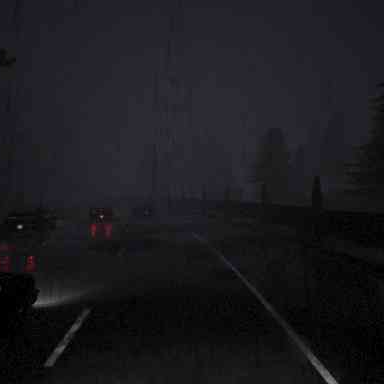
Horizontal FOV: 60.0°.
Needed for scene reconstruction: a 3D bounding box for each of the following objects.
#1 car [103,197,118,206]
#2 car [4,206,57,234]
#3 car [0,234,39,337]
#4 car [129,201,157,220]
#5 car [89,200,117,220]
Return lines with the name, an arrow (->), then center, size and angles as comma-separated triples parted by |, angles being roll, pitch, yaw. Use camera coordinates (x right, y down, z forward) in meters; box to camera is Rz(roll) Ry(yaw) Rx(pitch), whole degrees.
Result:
car -> -12.437, 1.557, 49.498 | 1.837, 1.490, 4.892 | 0, 0, -27
car -> -9.095, 1.523, 19.071 | 2.128, 1.511, 4.902 | 0, 0, -11
car -> -3.606, 1.558, 3.588 | 2.033, 1.411, 5.357 | 0, 0, -3
car -> -4.324, 1.500, 29.005 | 1.882, 1.535, 5.008 | 0, 0, -16
car -> -7.759, 1.632, 28.418 | 1.895, 1.301, 4.718 | 0, 0, -16
